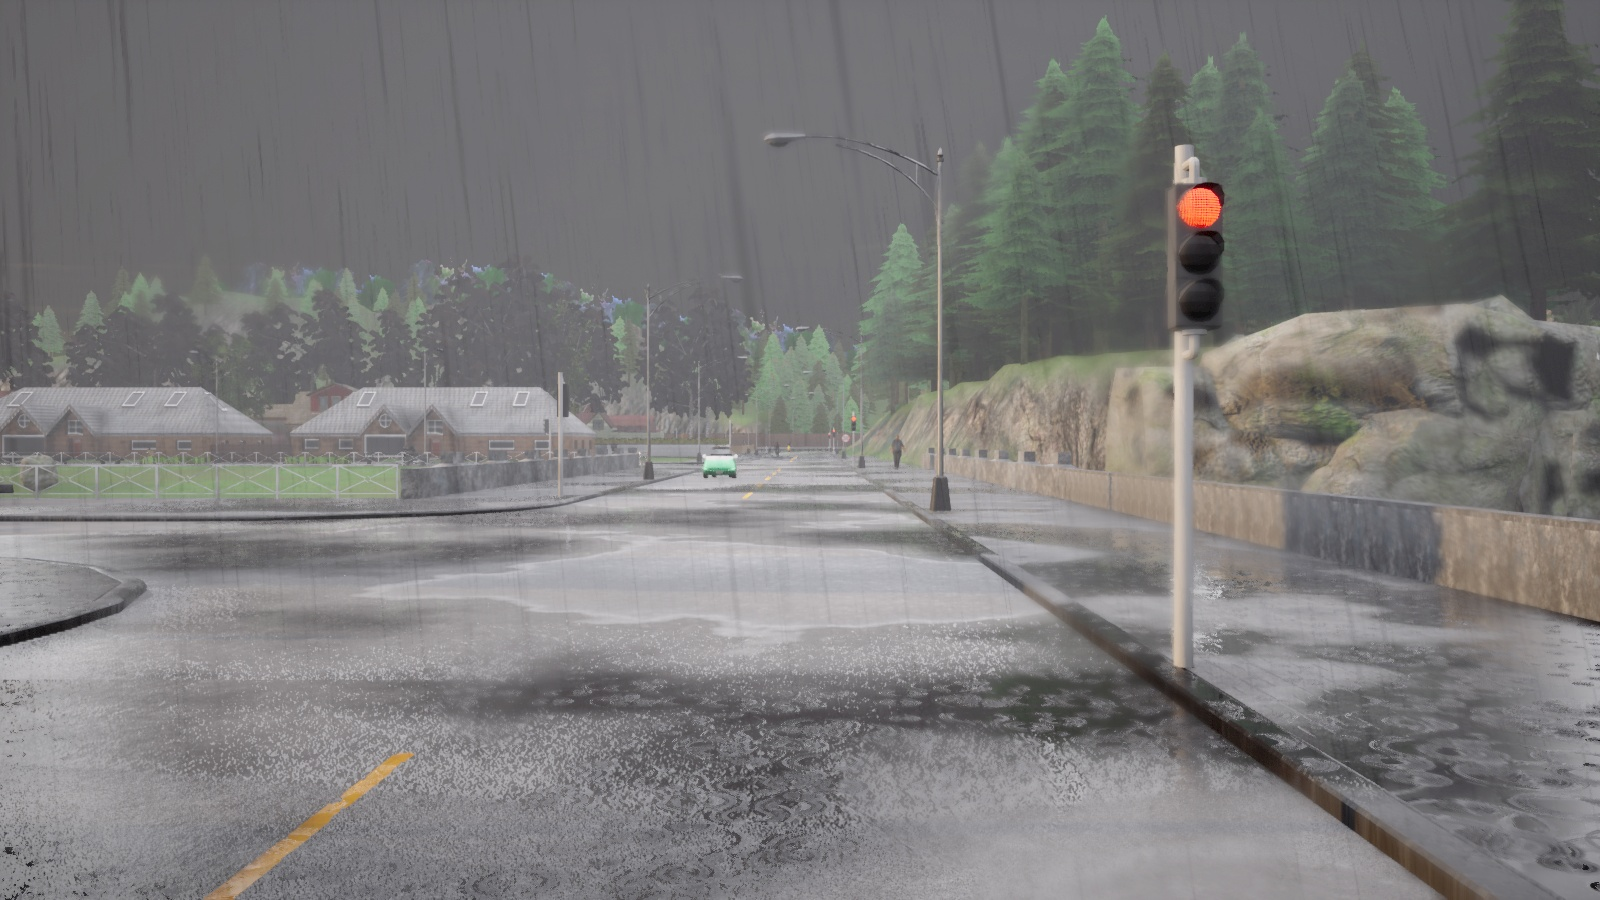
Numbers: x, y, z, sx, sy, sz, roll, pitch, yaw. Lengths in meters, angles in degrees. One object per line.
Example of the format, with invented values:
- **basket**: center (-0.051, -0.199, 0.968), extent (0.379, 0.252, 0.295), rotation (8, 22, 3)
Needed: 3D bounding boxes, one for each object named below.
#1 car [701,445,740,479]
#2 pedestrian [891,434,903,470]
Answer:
- **car**: center (-3.351, 0.499, 53.110), extent (1.481, 1.376, 2.207), rotation (0, 0, 1)
- **pedestrian**: center (4.926, 0.101, 63.752), extent (0.540, 1.848, 0.694), rotation (0, 0, 2)
